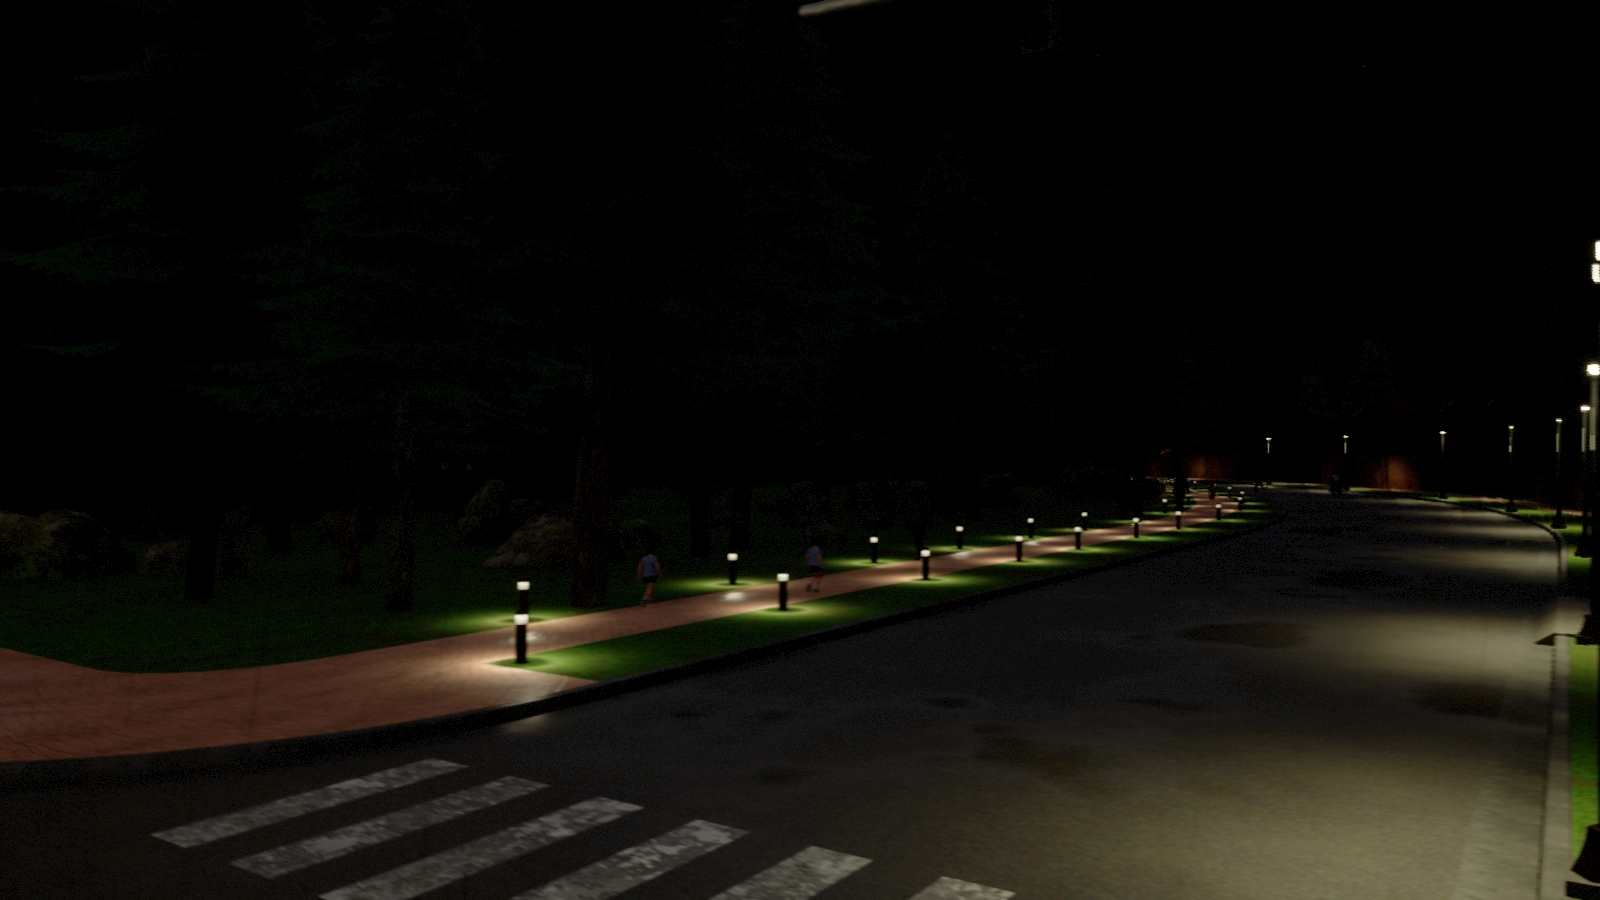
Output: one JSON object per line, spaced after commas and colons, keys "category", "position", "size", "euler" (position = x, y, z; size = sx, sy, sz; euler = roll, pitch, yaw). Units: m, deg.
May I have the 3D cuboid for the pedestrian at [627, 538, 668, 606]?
{"category": "pedestrian", "position": [-2.616, 2.081, 19.632], "size": [0.500, 1.100, 0.500], "euler": [0, 0, 24]}

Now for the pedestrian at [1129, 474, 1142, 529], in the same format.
{"category": "pedestrian", "position": [11.460, 1.743, 38.999], "size": [0.375, 1.860, 0.375], "euler": [0, 0, 27]}

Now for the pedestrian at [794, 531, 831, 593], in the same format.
{"category": "pedestrian", "position": [0.242, 2.085, 21.394], "size": [0.500, 1.100, 0.500], "euler": [0, 0, 36]}

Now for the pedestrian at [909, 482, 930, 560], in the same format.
{"category": "pedestrian", "position": [2.894, 1.716, 27.671], "size": [0.375, 1.860, 0.375], "euler": [0, 0, 33]}
